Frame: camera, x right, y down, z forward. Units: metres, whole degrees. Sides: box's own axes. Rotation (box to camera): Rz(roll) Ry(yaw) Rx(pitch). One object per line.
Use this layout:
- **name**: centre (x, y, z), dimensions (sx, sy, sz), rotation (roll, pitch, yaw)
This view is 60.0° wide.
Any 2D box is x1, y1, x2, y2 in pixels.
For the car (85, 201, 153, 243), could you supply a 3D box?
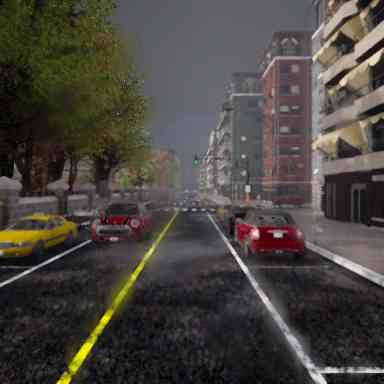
- **car**: centre (-3.091, 1.254, 15.403), dimensions (2.097, 1.767, 4.553), rotation (0, 0, 0)

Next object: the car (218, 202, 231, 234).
- **car**: centre (2.694, 1.452, 17.958), dimensions (1.947, 1.339, 4.313), rotation (0, 0, 0)

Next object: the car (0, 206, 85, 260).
- **car**: centre (-5.688, 1.447, 12.159), dimensions (1.752, 1.417, 4.829), rotation (0, 0, 0)

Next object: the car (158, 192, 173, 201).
- **car**: centre (-5.676, 0.924, 67.154), dimensions (2.192, 1.841, 5.009), rotation (0, 0, 0)

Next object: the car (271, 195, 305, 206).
- **car**: centre (14.629, 1.287, 50.578), dimensions (5.009, 1.841, 2.192), rotation (1, 0, 0)

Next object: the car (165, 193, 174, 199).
- **car**: centre (-5.670, 1.069, 83.761), dimensions (1.887, 1.381, 4.507), rotation (0, 0, 0)

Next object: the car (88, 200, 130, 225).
- **car**: centre (-5.686, 1.379, 23.420), dimensions (1.752, 1.417, 4.829), rotation (0, 0, 0)

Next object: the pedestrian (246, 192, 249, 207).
- **pedestrian**: centre (6.145, 0.920, 36.970), dimensions (0.375, 1.860, 0.375), rotation (0, 1, 0)

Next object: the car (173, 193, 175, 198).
- **car**: centre (-5.672, 0.992, 78.225), dimensions (1.967, 1.590, 4.097), rotation (0, 0, 0)

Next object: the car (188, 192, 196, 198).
- **car**: centre (0.025, 1.018, 90.381), dimensions (1.994, 1.385, 4.181), rotation (0, 0, 0)

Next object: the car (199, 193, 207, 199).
- **car**: centre (2.710, 1.076, 83.760), dimensions (2.008, 1.369, 4.403), rotation (0, 0, 0)

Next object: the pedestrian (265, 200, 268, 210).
- **pedestrian**: centre (8.145, 1.431, 36.374), dimensions (0.375, 1.300, 0.375), rotation (0, 1, 0)

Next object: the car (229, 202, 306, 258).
- **car**: centre (2.692, 1.361, 12.327), dimensions (1.967, 1.590, 4.097), rotation (0, 0, 0)

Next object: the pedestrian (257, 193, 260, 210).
- **pedestrian**: centre (7.145, 1.000, 35.771), dimensions (0.375, 1.860, 0.375), rotation (0, 1, 0)

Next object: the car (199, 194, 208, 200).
- **car**: centre (2.708, 1.097, 78.224), dimensions (1.887, 1.381, 4.507), rotation (0, 0, 0)

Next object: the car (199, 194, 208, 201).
- **car**: centre (2.707, 1.105, 72.859), dimensions (1.752, 1.417, 4.829), rotation (0, 0, 0)

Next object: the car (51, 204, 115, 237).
- **car**: centre (-5.686, 1.437, 17.959), dimensions (2.008, 1.369, 4.403), rotation (0, 0, 0)

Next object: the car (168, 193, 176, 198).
- **car**: centre (-5.667, 1.052, 94.831), dimensions (1.802, 1.307, 4.206), rotation (0, 0, 0)
